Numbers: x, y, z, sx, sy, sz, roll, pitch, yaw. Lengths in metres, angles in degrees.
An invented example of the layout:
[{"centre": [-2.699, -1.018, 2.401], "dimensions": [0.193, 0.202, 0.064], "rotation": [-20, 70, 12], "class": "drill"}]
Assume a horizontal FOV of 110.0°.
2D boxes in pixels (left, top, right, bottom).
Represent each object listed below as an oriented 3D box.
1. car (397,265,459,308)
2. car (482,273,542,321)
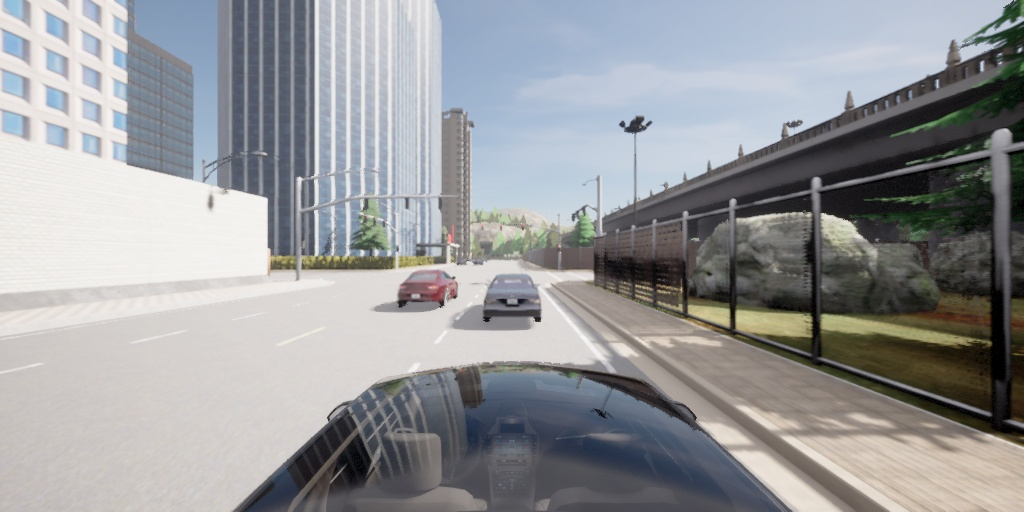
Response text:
[{"centre": [-3.446, 1.282, 15.220], "dimensions": [1.812, 1.442, 4.674], "rotation": [0, 0, 1], "class": "car"}, {"centre": [0.024, 1.303, 12.421], "dimensions": [2.033, 1.411, 5.357], "rotation": [0, 0, 0], "class": "car"}]
